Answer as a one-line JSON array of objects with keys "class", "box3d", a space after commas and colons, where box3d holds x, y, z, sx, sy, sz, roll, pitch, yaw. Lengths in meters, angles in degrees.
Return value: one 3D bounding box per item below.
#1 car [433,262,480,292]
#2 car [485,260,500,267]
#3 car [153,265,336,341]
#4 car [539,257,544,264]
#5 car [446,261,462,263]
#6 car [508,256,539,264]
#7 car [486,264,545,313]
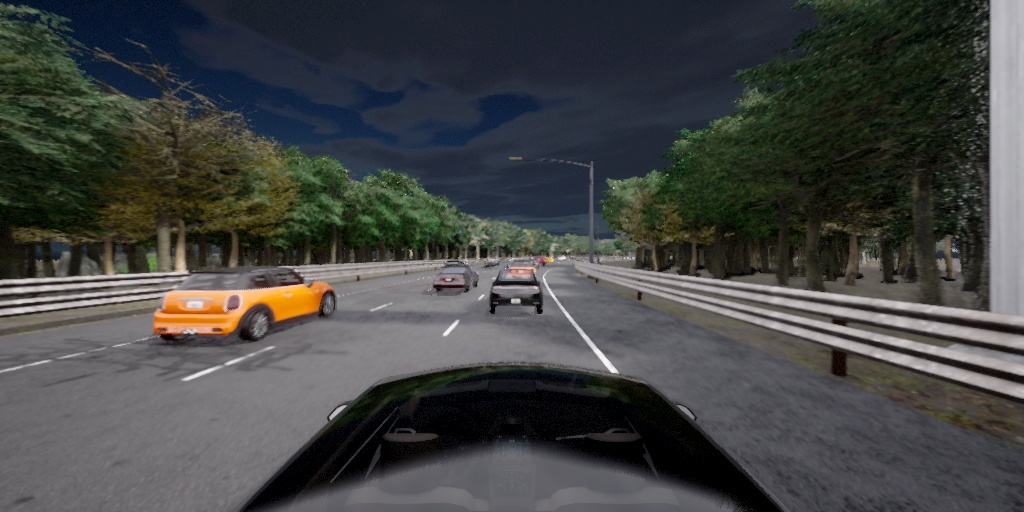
[{"class": "car", "box3d": [-3.109, 1.276, 20.889, 2.033, 1.411, 5.357, 0, 0, 3]}, {"class": "car", "box3d": [-3.211, 1.293, 59.934, 1.895, 1.301, 4.718, 0, 0, 8]}, {"class": "car", "box3d": [-6.819, 1.068, 9.891, 2.097, 1.767, 4.553, 0, 0, 1]}, {"class": "car", "box3d": [3.421, 1.258, 56.284, 2.033, 1.411, 5.357, 0, 0, 7]}, {"class": "car", "box3d": [-5.622, 1.217, 35.852, 1.837, 1.490, 4.892, 0, 0, 5]}, {"class": "car", "box3d": [0.764, 1.083, 27.069, 2.097, 1.767, 4.553, 0, 0, 3]}, {"class": "car", "box3d": [0.187, 1.233, 13.967, 2.128, 1.511, 4.902, 0, 0, 2]}]
